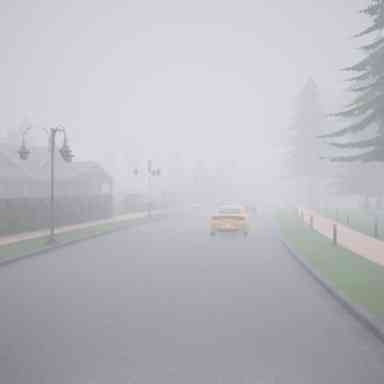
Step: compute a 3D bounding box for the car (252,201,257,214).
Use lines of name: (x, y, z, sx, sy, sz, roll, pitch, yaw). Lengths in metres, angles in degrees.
car: (6.088, 1.624, 36.035, 1.895, 1.301, 4.718, 0, 0, 13)

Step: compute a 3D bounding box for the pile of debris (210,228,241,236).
pile of debris: (1.876, 2.183, 18.217, 1.500, 0.140, 1.860, 0, 0, 11)

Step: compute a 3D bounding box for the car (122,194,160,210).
car: (-6.154, 1.156, 38.738, 3.866, 1.878, 1.905, 0, 0, 13)

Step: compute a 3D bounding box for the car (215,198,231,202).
car: (4.302, 1.525, 44.310, 1.837, 1.490, 4.892, 0, -1, 14)

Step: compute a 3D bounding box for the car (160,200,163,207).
car: (-5.968, 1.155, 41.275, 4.605, 1.855, 1.932, 0, 0, 13)

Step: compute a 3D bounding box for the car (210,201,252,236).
car: (2.220, 1.487, 18.677, 1.882, 1.535, 5.008, 0, 0, 11)
